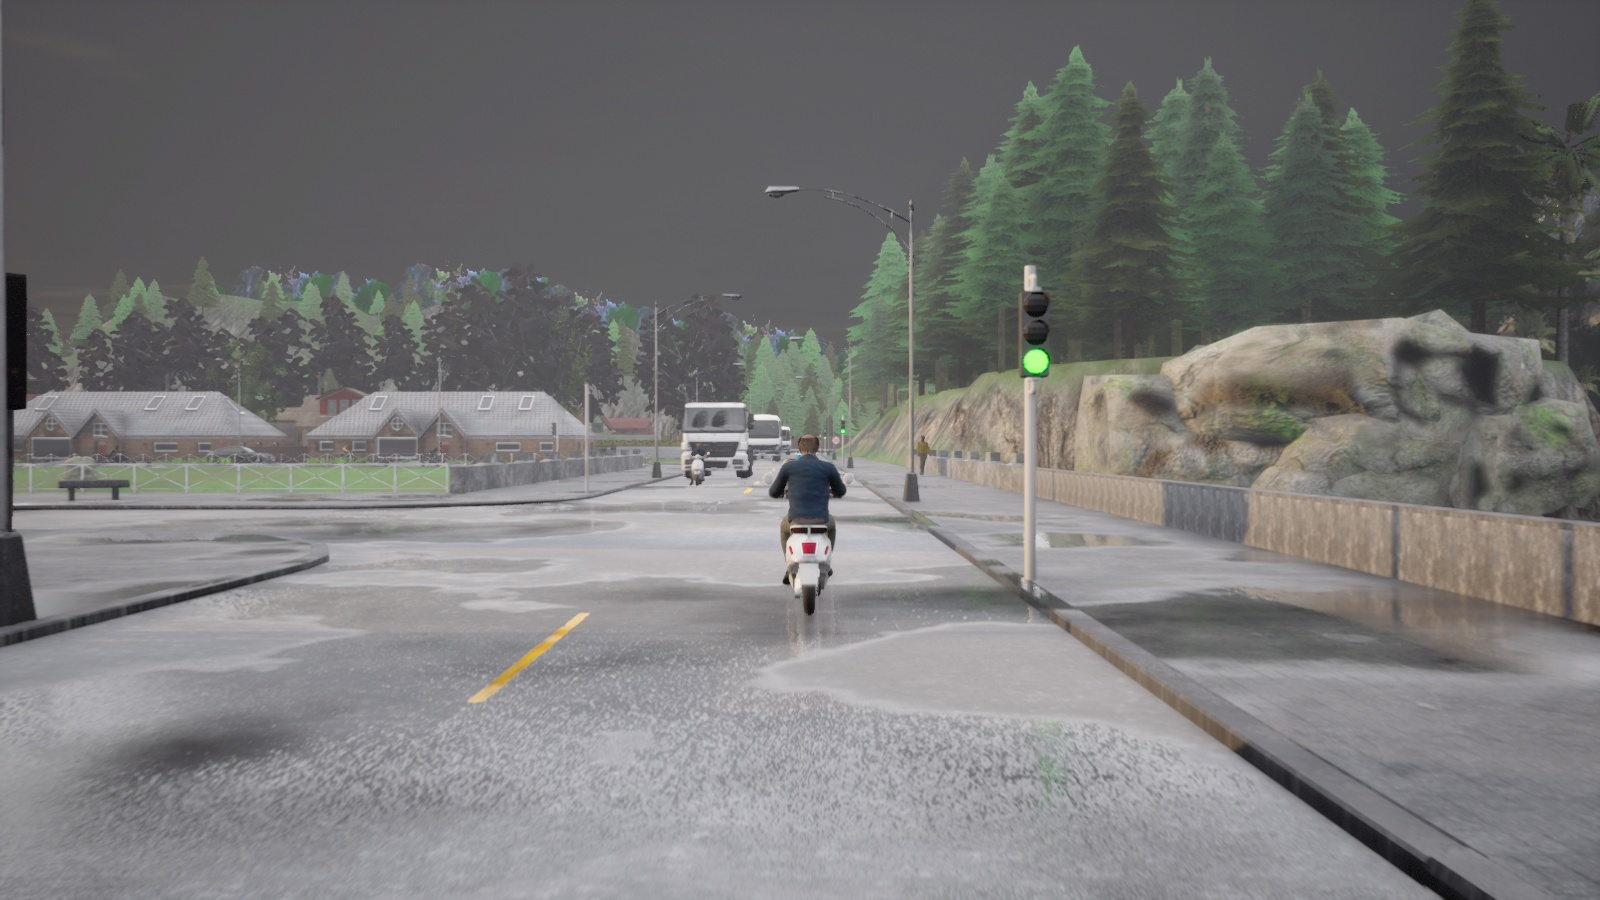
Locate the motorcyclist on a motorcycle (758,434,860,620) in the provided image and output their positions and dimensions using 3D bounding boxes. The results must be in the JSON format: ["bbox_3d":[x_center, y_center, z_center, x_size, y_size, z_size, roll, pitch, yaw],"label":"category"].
[{"bbox_3d":[0.079,0.653,11.614,0.866,1.590,1.817,0,0,0],"label":"motorcyclist on a motorcycle"}]

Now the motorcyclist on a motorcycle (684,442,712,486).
[{"bbox_3d":[-3.732,0.508,46.170,0.866,1.590,1.817,0,0,0],"label":"motorcyclist on a motorcycle"}]

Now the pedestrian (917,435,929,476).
[{"bbox_3d":[5.520,0.230,56.419,0.370,1.835,0.726,0,0,-8],"label":"pedestrian"}]

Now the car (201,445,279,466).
[{"bbox_3d":[-39.486,0.377,88.647,4.674,1.442,1.812,0,0,0],"label":"car"}]

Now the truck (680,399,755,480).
[{"bbox_3d":[-3.668,-0.475,57.665,2.891,3.462,7.936,0,0,0],"label":"truck"}]
